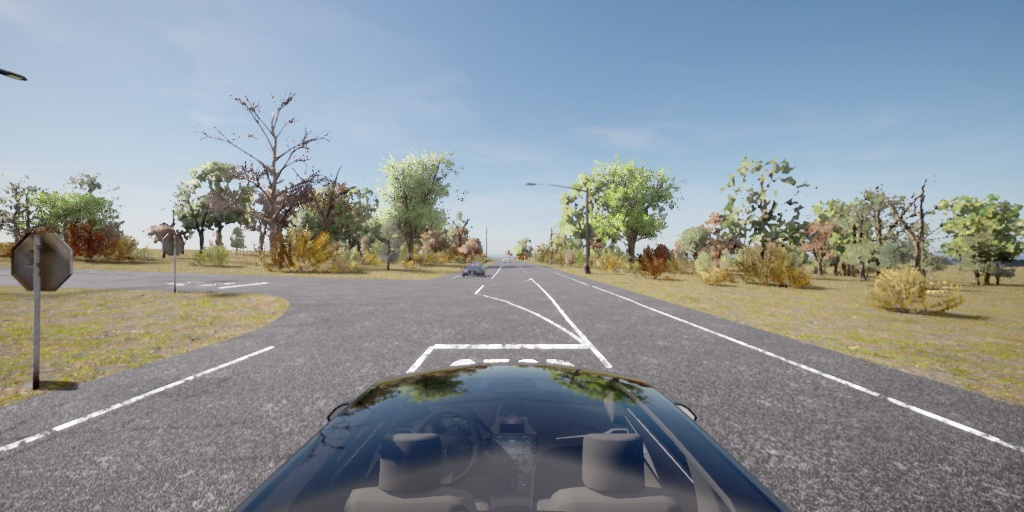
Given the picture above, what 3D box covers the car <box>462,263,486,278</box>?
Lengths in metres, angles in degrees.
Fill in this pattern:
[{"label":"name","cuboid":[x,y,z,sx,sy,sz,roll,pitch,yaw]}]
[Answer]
[{"label":"car","cuboid":[-3.537,1.325,34.077,1.994,1.385,4.181,0,0,0]}]
